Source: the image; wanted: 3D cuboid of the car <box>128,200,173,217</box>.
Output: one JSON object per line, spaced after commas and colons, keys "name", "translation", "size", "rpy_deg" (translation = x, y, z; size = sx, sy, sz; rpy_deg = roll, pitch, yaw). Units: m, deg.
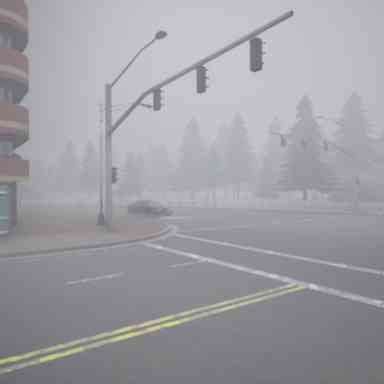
{"name": "car", "translation": [-3.736, 1.427, 29.278], "size": [4.674, 1.442, 1.812], "rpy_deg": [1, 1, 40]}
